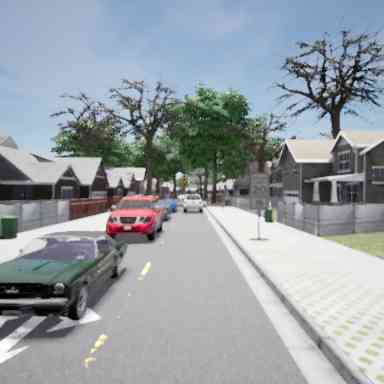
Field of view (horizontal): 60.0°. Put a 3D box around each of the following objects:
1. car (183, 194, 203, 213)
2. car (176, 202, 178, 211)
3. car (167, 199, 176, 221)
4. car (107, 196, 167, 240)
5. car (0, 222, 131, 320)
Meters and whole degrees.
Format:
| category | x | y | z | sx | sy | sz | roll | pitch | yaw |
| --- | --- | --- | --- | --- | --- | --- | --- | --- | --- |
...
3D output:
| category | x | y | z | sx | sy | sz | roll | pitch | yaw |
| --- | --- | --- | --- | --- | --- | --- | --- | --- | --- |
| car | 0.125 | 1.284 | 38.617 | 2.150 | 2.045 | 5.566 | 0 | 0 | 0 |
| car | -2.681 | 1.523 | 37.844 | 1.882 | 1.535 | 5.008 | 0 | 0 | 1 |
| car | -2.753 | 1.519 | 27.570 | 2.128 | 1.511 | 4.902 | 0 | 0 | 0 |
| car | -2.783 | 1.235 | 17.335 | 2.150 | 2.045 | 5.566 | 0 | 0 | 1 |
| car | -2.822 | 1.603 | 7.435 | 1.895 | 1.301 | 4.718 | 0 | 0 | 0 |
